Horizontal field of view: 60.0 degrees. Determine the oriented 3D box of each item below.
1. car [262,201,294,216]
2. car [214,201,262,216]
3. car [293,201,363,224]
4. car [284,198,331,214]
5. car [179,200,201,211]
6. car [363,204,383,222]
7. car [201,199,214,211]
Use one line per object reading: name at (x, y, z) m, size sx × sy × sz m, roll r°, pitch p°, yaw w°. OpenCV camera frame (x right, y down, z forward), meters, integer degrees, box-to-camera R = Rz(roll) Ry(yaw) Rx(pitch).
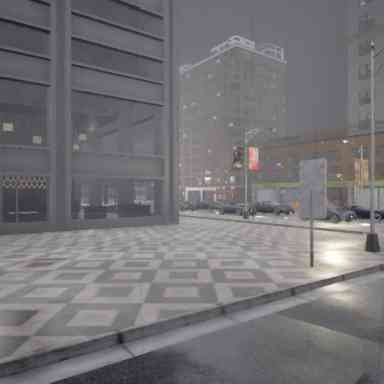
car at (8.018, 1.632, 34.519) m, size 2.033 × 1.411 × 5.357 m, roll 0°, pitch 0°, yaw -36°
car at (4.583, 1.654, 33.738) m, size 1.994 × 1.385 × 4.181 m, roll 0°, pitch 0°, yaw -36°
car at (10.394, 1.616, 25.680) m, size 1.994 × 1.385 × 4.181 m, roll 0°, pitch 0°, yaw -36°
car at (13.320, 1.563, 38.559) m, size 1.882 × 1.535 × 5.008 m, roll 0°, pitch 0°, yaw -35°
car at (-1.286, 1.687, 41.885) m, size 1.994 × 1.385 × 4.181 m, roll 0°, pitch 0°, yaw -35°
car at (13.665, 1.648, 26.698) m, size 1.895 × 1.301 × 4.718 m, roll 0°, pitch 0°, yaw -36°
car at (2.045, 1.666, 42.806) m, size 2.033 × 1.411 × 5.357 m, roll 0°, pitch 0°, yaw -36°
